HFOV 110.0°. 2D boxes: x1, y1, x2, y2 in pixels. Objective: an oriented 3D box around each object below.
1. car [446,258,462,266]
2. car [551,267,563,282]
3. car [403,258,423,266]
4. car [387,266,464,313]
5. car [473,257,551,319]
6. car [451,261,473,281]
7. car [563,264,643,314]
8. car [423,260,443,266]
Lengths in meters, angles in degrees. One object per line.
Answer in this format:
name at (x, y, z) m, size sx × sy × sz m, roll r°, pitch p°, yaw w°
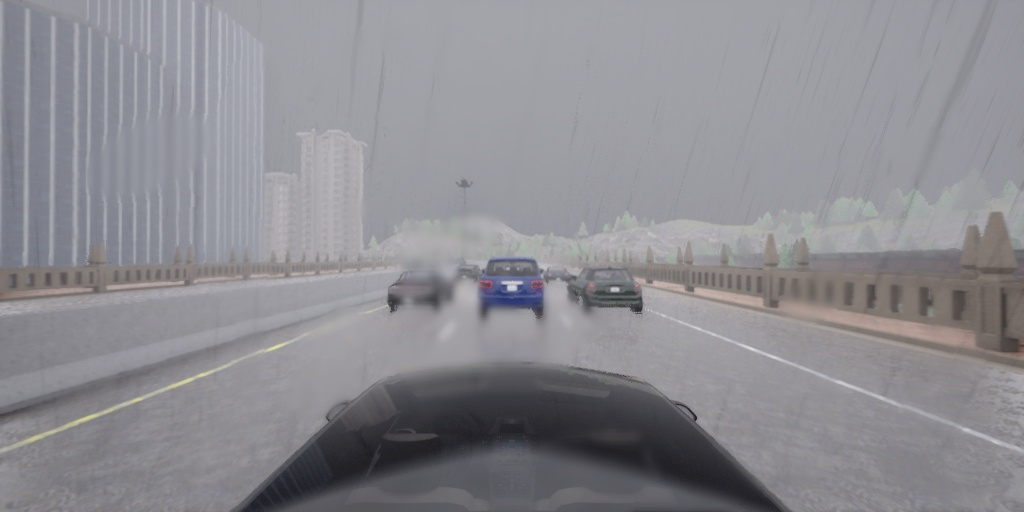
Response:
car at (-9.713, 1.332, 61.310) m, size 2.150 × 2.045 × 5.566 m, roll 0°, pitch 0°, yaw 2°
car at (3.564, 1.515, 28.864) m, size 1.895 × 1.301 × 4.718 m, roll 0°, pitch 0°, yaw 1°
car at (-16.709, 1.332, 61.353) m, size 2.150 × 2.045 × 5.566 m, roll 0°, pitch 0°, yaw 2°
car at (-3.460, 1.319, 14.478) m, size 2.128 × 1.511 × 4.902 m, roll 0°, pitch 0°, yaw 0°
car at (0.031, 1.043, 13.315) m, size 2.150 × 2.045 × 5.566 m, roll 0°, pitch 0°, yaw 1°
car at (-3.423, 1.424, 29.492) m, size 1.837 × 1.490 × 4.892 m, roll 0°, pitch 0°, yaw 1°
car at (3.539, 1.178, 14.385) m, size 2.097 × 1.767 × 4.553 m, roll 0°, pitch 0°, yaw 0°
car at (-13.212, 1.464, 61.483) m, size 2.097 × 1.767 × 4.553 m, roll 0°, pitch 0°, yaw 2°
